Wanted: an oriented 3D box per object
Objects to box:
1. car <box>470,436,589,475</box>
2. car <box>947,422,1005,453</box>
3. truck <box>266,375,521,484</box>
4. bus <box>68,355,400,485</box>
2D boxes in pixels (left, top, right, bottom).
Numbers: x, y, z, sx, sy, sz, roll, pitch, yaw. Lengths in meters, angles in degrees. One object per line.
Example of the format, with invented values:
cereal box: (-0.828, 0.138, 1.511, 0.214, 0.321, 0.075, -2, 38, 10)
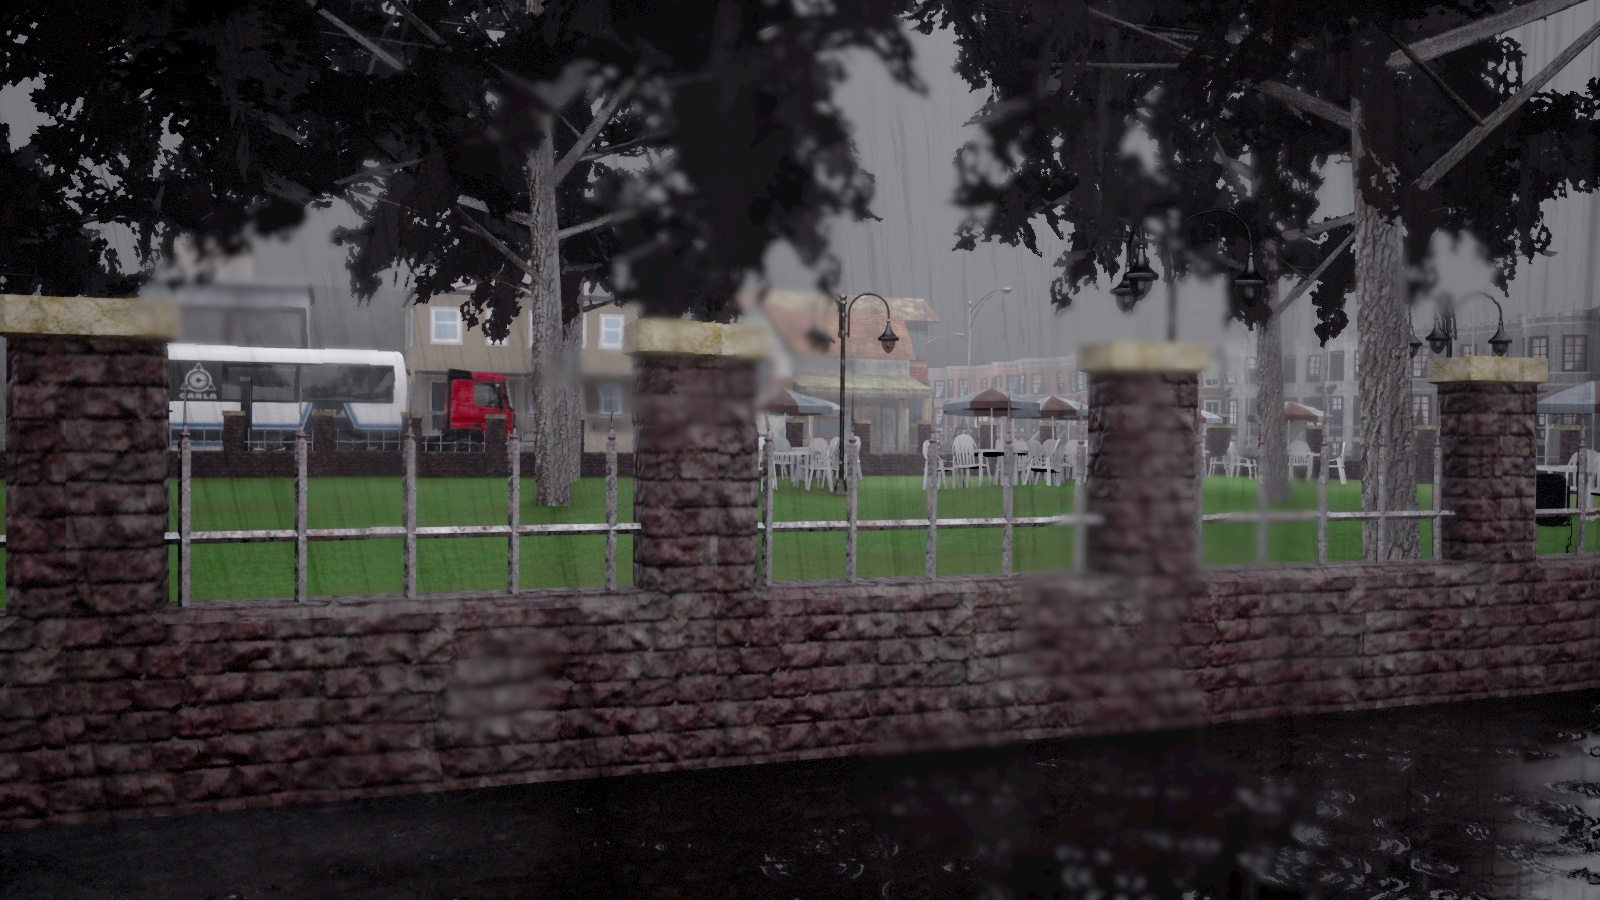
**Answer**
car: (-10.402, 0.190, 48.242, 4.181, 1.385, 1.994, -1, 1, -21)
car: (10.744, -0.772, 76.893, 1.905, 1.878, 3.866, -1, 1, -21)
truck: (-13.753, -0.730, 42.680, 7.936, 3.462, 2.891, -1, 1, -21)
bus: (-19.742, -1.092, 44.682, 10.273, 4.253, 3.944, -1, 1, -20)
